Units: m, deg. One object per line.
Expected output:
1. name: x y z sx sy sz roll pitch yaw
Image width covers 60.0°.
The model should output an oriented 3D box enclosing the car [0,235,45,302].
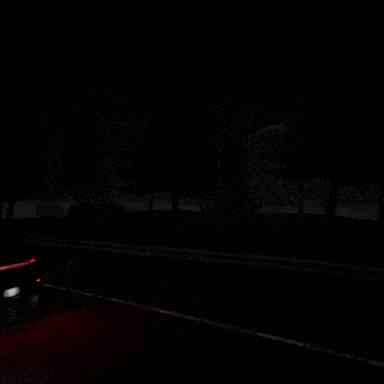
1. car: -5.259 1.562 7.065 4.902 1.511 2.128 -1 0 30
